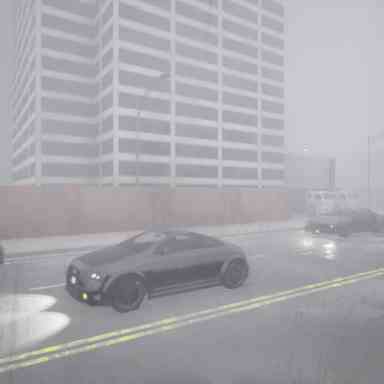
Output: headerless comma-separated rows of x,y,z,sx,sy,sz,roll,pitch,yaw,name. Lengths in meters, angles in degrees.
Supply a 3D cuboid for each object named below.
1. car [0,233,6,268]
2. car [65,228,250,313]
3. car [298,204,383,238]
-7.105,1.505,7.671,4.892,1.490,1.837,0,0,-33,car
-0.672,1.564,7.684,4.181,1.385,1.994,0,0,-33,car
8.364,1.548,17.723,5.357,1.411,2.033,0,0,-33,car
